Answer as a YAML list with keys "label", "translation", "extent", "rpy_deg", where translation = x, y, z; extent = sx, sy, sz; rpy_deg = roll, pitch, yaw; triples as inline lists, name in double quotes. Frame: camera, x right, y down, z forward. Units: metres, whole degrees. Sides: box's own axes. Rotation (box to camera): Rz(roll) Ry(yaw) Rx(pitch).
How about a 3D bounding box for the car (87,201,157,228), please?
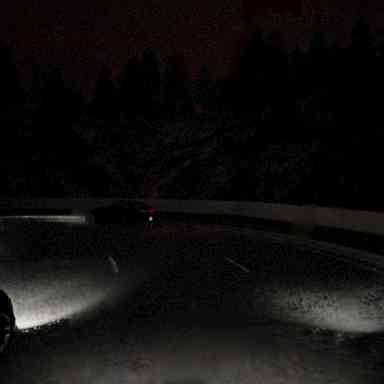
- label: "car"
  translation: [-4.353, 1.280, 20.236]
  extent: [4.902, 1.511, 2.128]
  rpy_deg: [0, 0, 34]

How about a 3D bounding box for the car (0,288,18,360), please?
- label: "car"
  translation: [-3.438, 1.530, 3.043]
  extent: [1.994, 1.385, 4.181]
  rpy_deg: [0, 1, -2]
